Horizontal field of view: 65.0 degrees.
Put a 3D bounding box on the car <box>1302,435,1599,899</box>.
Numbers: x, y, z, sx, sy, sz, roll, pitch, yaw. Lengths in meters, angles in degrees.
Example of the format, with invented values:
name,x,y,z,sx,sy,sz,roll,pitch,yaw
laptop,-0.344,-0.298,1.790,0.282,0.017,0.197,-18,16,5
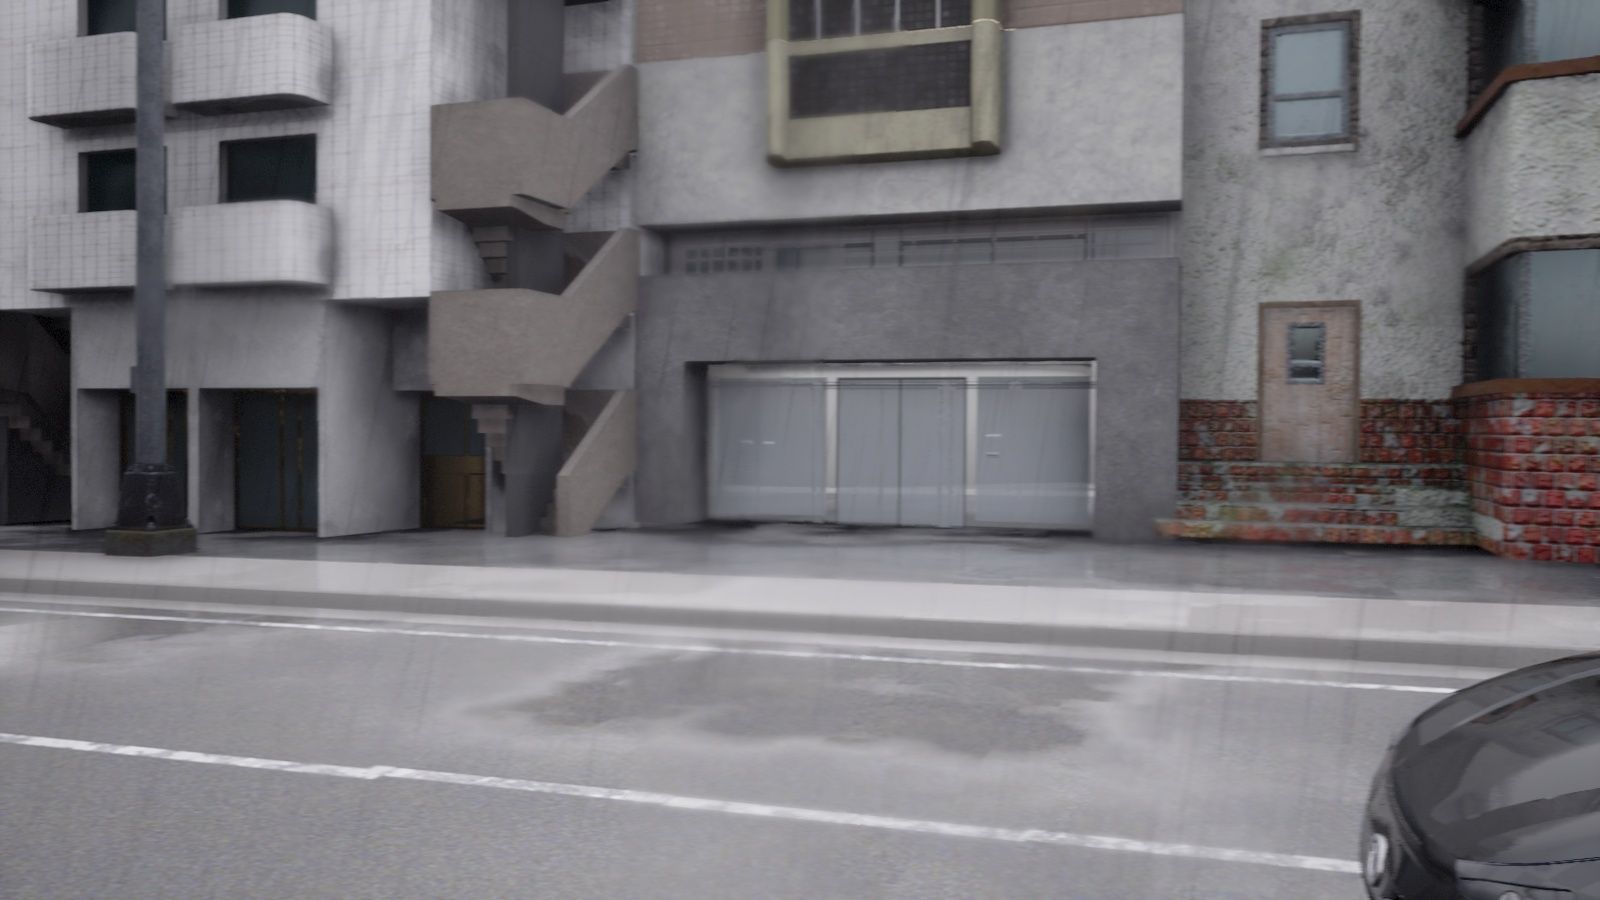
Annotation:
name,x,y,z,sx,sy,sz,roll,pitch,yaw
car,3.320,0.753,2.075,4.514,1.525,2.007,1,1,19
